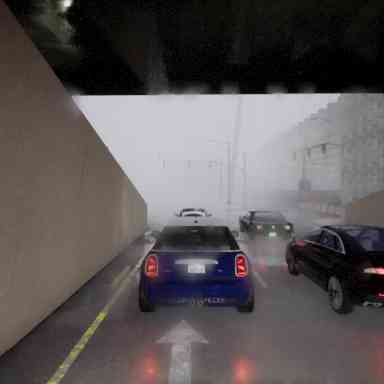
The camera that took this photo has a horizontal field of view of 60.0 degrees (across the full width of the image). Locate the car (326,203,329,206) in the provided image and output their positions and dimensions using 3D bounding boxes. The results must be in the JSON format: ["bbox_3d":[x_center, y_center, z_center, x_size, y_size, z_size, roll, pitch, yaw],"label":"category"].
[{"bbox_3d":[17.504,1.448,39.339,2.038,1.542,4.974,0,0,45],"label":"car"}]

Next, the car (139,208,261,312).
[{"bbox_3d":[0.081,1.351,7.888,2.097,1.767,4.553,0,0,0],"label":"car"}]

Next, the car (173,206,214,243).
[{"bbox_3d":[0.063,1.524,16.940,1.812,1.442,4.674,0,0,0],"label":"car"}]

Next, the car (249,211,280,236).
[{"bbox_3d":[3.585,1.599,16.949,1.895,1.301,4.718,0,0,0],"label":"car"}]

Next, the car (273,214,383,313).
[{"bbox_3d":[3.581,1.491,7.623,2.128,1.511,4.902,0,0,0],"label":"car"}]

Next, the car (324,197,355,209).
[{"bbox_3d":[17.540,1.290,39.376,1.853,1.218,4.536,0,0,45],"label":"car"}]

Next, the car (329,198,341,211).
[{"bbox_3d":[17.403,1.448,34.732,2.038,1.542,4.974,0,0,-35],"label":"car"}]
